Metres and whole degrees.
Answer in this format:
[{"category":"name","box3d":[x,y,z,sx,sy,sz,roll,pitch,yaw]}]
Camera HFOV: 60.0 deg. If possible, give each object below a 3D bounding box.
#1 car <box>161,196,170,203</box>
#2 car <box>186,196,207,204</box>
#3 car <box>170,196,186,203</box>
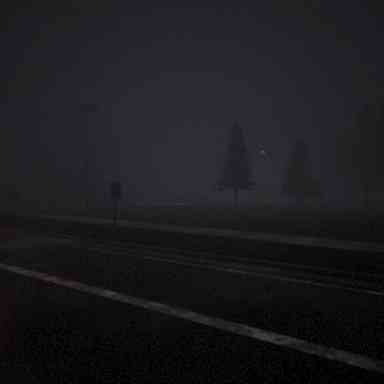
[{"category":"car","box3d":[-4.710,1.525,69.209,2.128,1.511,4.902,0,0,35]},{"category":"car","box3d":[1.460,1.484,65.849,1.882,1.535,5.008,0,0,35]},{"category":"car","box3d":[-1.689,1.500,67.433,1.837,1.490,4.892,0,0,35]}]
